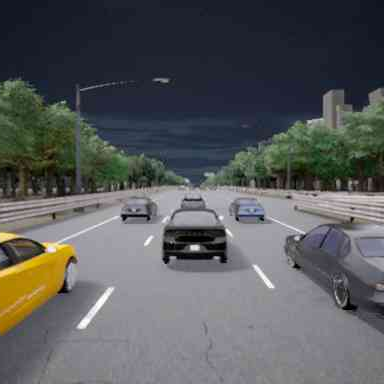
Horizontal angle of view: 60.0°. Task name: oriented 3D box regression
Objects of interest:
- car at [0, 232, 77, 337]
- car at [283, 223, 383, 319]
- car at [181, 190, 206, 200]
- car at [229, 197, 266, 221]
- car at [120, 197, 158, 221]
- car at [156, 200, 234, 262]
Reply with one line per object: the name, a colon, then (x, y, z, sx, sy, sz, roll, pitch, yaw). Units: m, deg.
car: (-3.450, 1.366, 5.308, 1.882, 1.535, 5.008, 0, 1, 1)
car: (3.566, 1.394, 7.324, 2.033, 1.411, 5.357, 0, 1, 0)
car: (0.091, 0.887, 27.221, 2.128, 1.511, 4.902, 0, 1, 0)
car: (3.565, 1.066, 22.257, 2.033, 1.411, 5.357, 0, 1, 0)
car: (-3.436, 1.064, 22.344, 2.033, 1.411, 5.357, 0, 1, 1)
car: (0.082, 1.245, 11.150, 1.882, 1.535, 5.008, 0, 1, 0)
